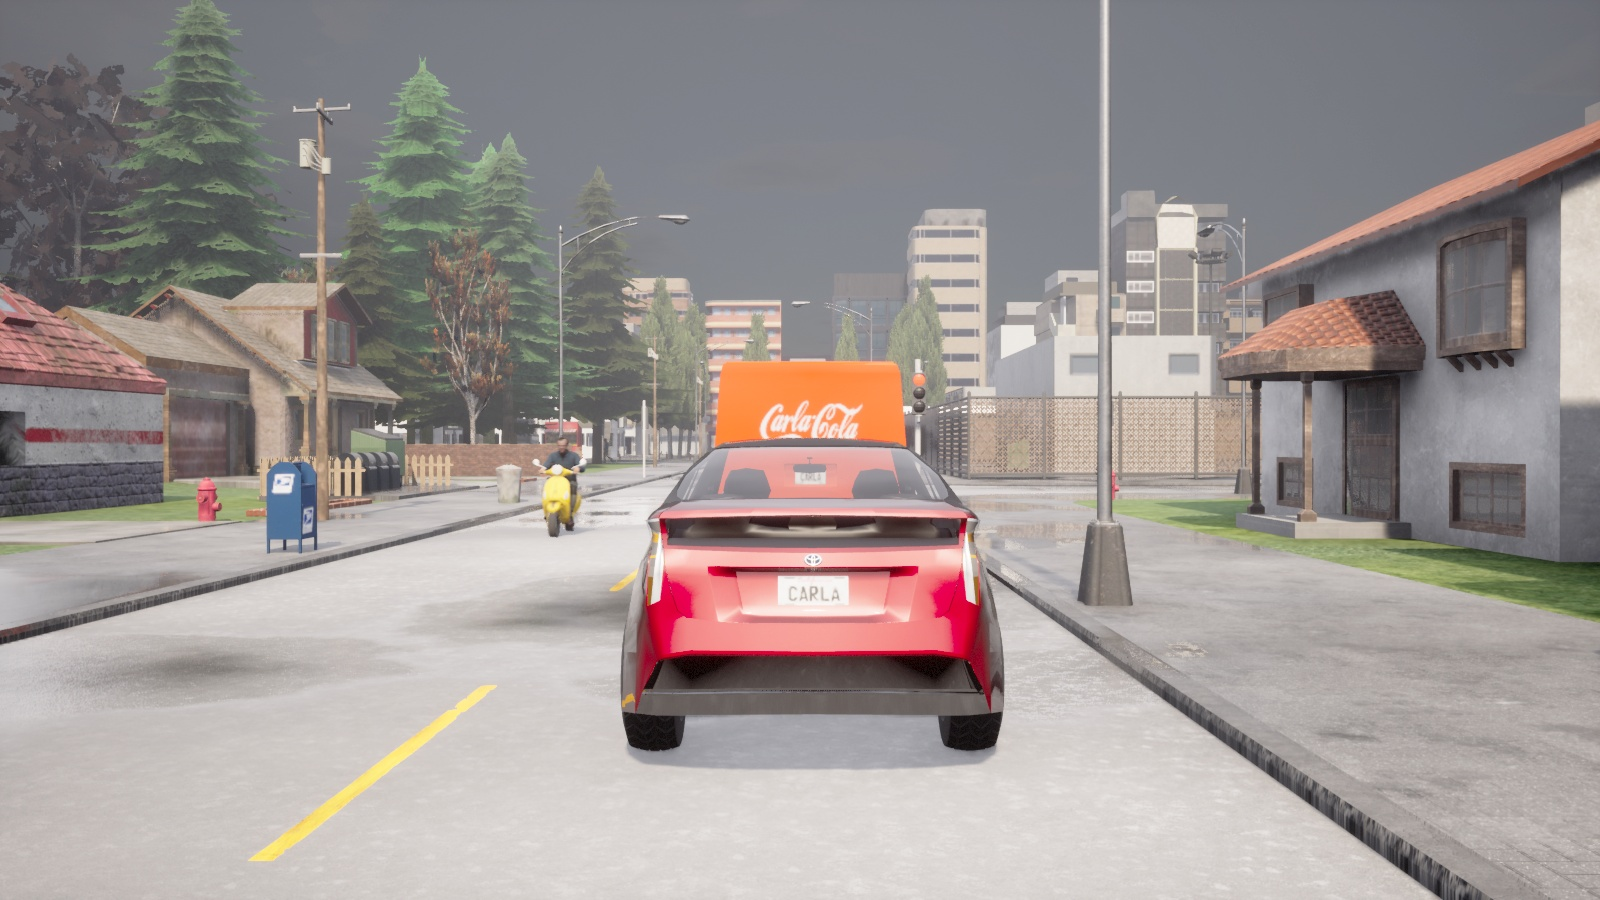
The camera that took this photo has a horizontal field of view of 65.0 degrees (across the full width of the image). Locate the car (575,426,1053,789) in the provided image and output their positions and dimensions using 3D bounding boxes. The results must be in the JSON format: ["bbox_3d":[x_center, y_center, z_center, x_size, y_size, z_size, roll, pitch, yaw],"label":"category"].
[{"bbox_3d":[0.061,0.651,7.533,2.007,1.525,4.514,0,0,0],"label":"car"}]

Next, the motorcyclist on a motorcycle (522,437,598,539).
[{"bbox_3d":[-3.868,0.582,20.371,0.866,1.590,1.817,0,0,0],"label":"motorcyclist on a motorcycle"}]

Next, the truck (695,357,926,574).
[{"bbox_3d":[0.118,0.164,16.898,2.627,2.467,5.204,0,0,0],"label":"truck"}]

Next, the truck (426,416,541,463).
[{"bbox_3d":[-23.756,-0.788,94.488,7.936,3.462,2.891,0,0,2],"label":"truck"}]

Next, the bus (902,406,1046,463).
[{"bbox_3d":[12.959,-1.152,94.425,10.273,4.253,3.944,0,0,0],"label":"bus"}]
